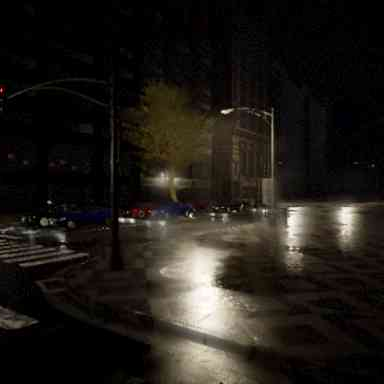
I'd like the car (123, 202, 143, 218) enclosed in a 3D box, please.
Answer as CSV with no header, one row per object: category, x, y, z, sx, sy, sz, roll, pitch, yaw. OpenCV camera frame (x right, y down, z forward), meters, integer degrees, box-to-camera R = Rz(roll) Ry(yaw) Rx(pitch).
car,-4.625,1.643,31.263,1.994,1.385,4.181,0,0,34

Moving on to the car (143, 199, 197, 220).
car,-1.876,1.597,29.506,1.812,1.442,4.674,0,0,35

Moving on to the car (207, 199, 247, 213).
car,4.081,1.555,37.879,1.837,1.490,4.892,0,0,36

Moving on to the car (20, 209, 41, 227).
car,-9.761,1.603,23.995,1.837,1.490,4.892,0,0,37

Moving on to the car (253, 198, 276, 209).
car,10.218,1.537,46.440,1.837,1.490,4.892,0,0,36

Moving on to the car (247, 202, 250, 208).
car,6.241,1.644,46.486,1.895,1.301,4.718,0,0,36

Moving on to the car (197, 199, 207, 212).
car,0.383,1.587,38.284,1.812,1.442,4.674,0,0,36

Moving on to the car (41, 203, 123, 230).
car,-7.146,1.616,22.082,1.812,1.442,4.674,0,0,37
